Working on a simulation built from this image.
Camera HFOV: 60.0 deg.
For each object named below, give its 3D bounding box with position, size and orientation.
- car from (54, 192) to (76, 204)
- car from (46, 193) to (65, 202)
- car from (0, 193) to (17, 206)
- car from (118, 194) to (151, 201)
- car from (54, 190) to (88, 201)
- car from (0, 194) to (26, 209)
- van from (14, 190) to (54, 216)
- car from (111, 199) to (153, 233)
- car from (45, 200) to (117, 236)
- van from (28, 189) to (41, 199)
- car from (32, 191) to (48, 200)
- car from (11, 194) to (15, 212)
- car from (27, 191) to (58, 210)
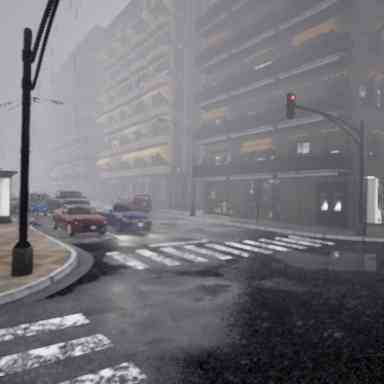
[{"bbox_3d":[-18.765,0.860,49.120,1.967,1.590,4.097,3,-1,-36],"label":"car"},{"bbox_3d":[-22.079,0.897,53.706,1.947,1.339,4.313,3,-1,-36],"label":"car"},{"bbox_3d":[-22.148,0.857,39.485,1.752,1.417,4.829,3,-1,-36],"label":"car"},{"bbox_3d":[-5.521,1.088,30.772,2.192,1.841,5.009,3,-1,-36],"label":"car"},{"bbox_3d":[-10.013,0.877,27.084,2.150,2.045,5.566,2,0,-36],"label":"car"},{"bbox_3d":[-18.938,0.962,35.035,1.887,1.381,4.507,3,-1,-36],"label":"car"},{"bbox_3d":[-12.311,0.936,25.862,1.690,1.788,3.998,3,-1,-36],"label":"van"},{"bbox_3d":[-3.941,1.344,18.656,1.812,1.442,4.674,2,0,-36],"label":"car"},{"bbox_3d":[-5.700,1.317,16.686,1.887,1.381,4.507,3,-1,-36],"label":"car"},{"bbox_3d":[-32.000,0.407,67.470,1.690,1.788,3.998,3,-1,-36],"label":"van"},{"bbox_3d":[-28.797,0.677,63.019,1.752,1.417,4.829,3,-1,-36],"label":"car"},{"bbox_3d":[-15.628,1.051,30.448,1.887,1.381,4.507,3,-1,-36],"label":"car"},{"bbox_3d":[-15.998,0.849,35.394,2.097,1.767,4.553,2,0,-36],"label":"car"}]
